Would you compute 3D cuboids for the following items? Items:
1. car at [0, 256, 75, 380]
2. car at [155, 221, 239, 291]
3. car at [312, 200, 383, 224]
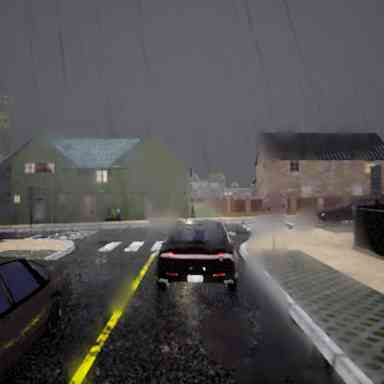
[{"bbox_3d":[-2.979,1.565,3.889,2.033,1.411,5.357,0,0,-2],"label":"car"},{"bbox_3d":[0.210,1.532,9.109,2.128,1.511,4.902,0,0,3],"label":"car"},{"bbox_3d":[10.668,1.204,21.478,5.357,1.411,2.033,-2,-1,-1],"label":"car"}]
